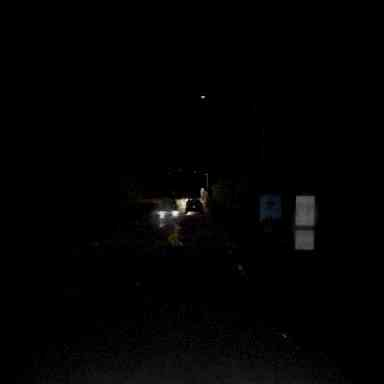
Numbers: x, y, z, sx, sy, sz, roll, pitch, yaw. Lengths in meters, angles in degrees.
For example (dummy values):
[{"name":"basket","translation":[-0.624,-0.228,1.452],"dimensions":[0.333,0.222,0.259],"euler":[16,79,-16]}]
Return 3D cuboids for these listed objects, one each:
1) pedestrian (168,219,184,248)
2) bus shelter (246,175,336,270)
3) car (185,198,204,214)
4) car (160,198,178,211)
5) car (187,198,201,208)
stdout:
[{"name":"pedestrian","translation":[-0.626,1.563,12.961],"dimensions":[0.375,1.300,0.375],"euler":[-1,1,-10]},{"name":"bus shelter","translation":[3.196,0.866,11.617],"dimensions":[1.920,2.740,3.880],"euler":[1,1,0]},{"name":"car","translation":[0.233,1.499,34.902],"dimensions":[2.033,1.411,5.357],"euler":[0,0,1]},{"name":"car","translation":[-2.677,1.470,39.129],"dimensions":[1.812,1.442,4.674],"euler":[0,0,0]},{"name":"car","translation":[0.262,1.530,46.736],"dimensions":[1.895,1.301,4.718],"euler":[0,0,1]}]
